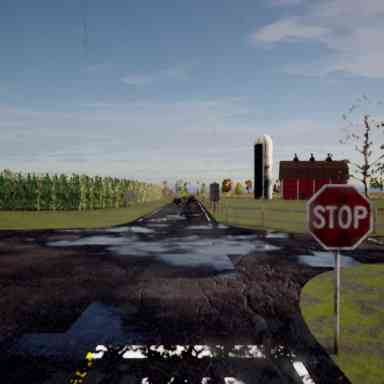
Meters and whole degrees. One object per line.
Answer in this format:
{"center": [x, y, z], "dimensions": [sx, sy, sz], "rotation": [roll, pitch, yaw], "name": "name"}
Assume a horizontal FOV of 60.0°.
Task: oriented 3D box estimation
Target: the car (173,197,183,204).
{"center": [-2.723, 1.581, 65.402], "dimensions": [1.994, 1.385, 4.181], "rotation": [0, 0, 0], "name": "car"}

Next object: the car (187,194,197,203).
{"center": [0.027, 1.306, 71.192], "dimensions": [2.097, 1.767, 4.553], "rotation": [0, 0, 0], "name": "car"}

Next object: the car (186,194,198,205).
{"center": [0.026, 1.517, 60.787], "dimensions": [1.837, 1.490, 4.892], "rotation": [0, 0, 0], "name": "car"}
